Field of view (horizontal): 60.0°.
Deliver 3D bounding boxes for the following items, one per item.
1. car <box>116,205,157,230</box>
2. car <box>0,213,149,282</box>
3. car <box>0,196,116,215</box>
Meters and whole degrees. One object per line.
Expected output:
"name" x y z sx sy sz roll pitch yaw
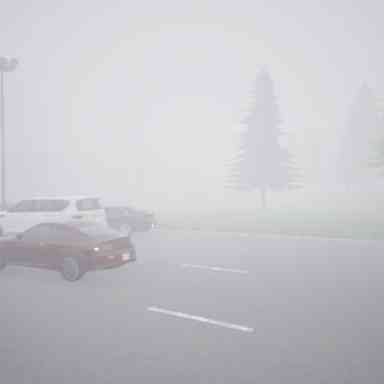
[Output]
"car" -4.237 1.452 17.533 4.892 1.490 1.837 0 0 21
"car" -3.797 1.507 9.558 4.674 1.442 1.812 0 0 25
"car" -6.452 1.199 14.663 5.566 2.045 2.150 0 0 19
